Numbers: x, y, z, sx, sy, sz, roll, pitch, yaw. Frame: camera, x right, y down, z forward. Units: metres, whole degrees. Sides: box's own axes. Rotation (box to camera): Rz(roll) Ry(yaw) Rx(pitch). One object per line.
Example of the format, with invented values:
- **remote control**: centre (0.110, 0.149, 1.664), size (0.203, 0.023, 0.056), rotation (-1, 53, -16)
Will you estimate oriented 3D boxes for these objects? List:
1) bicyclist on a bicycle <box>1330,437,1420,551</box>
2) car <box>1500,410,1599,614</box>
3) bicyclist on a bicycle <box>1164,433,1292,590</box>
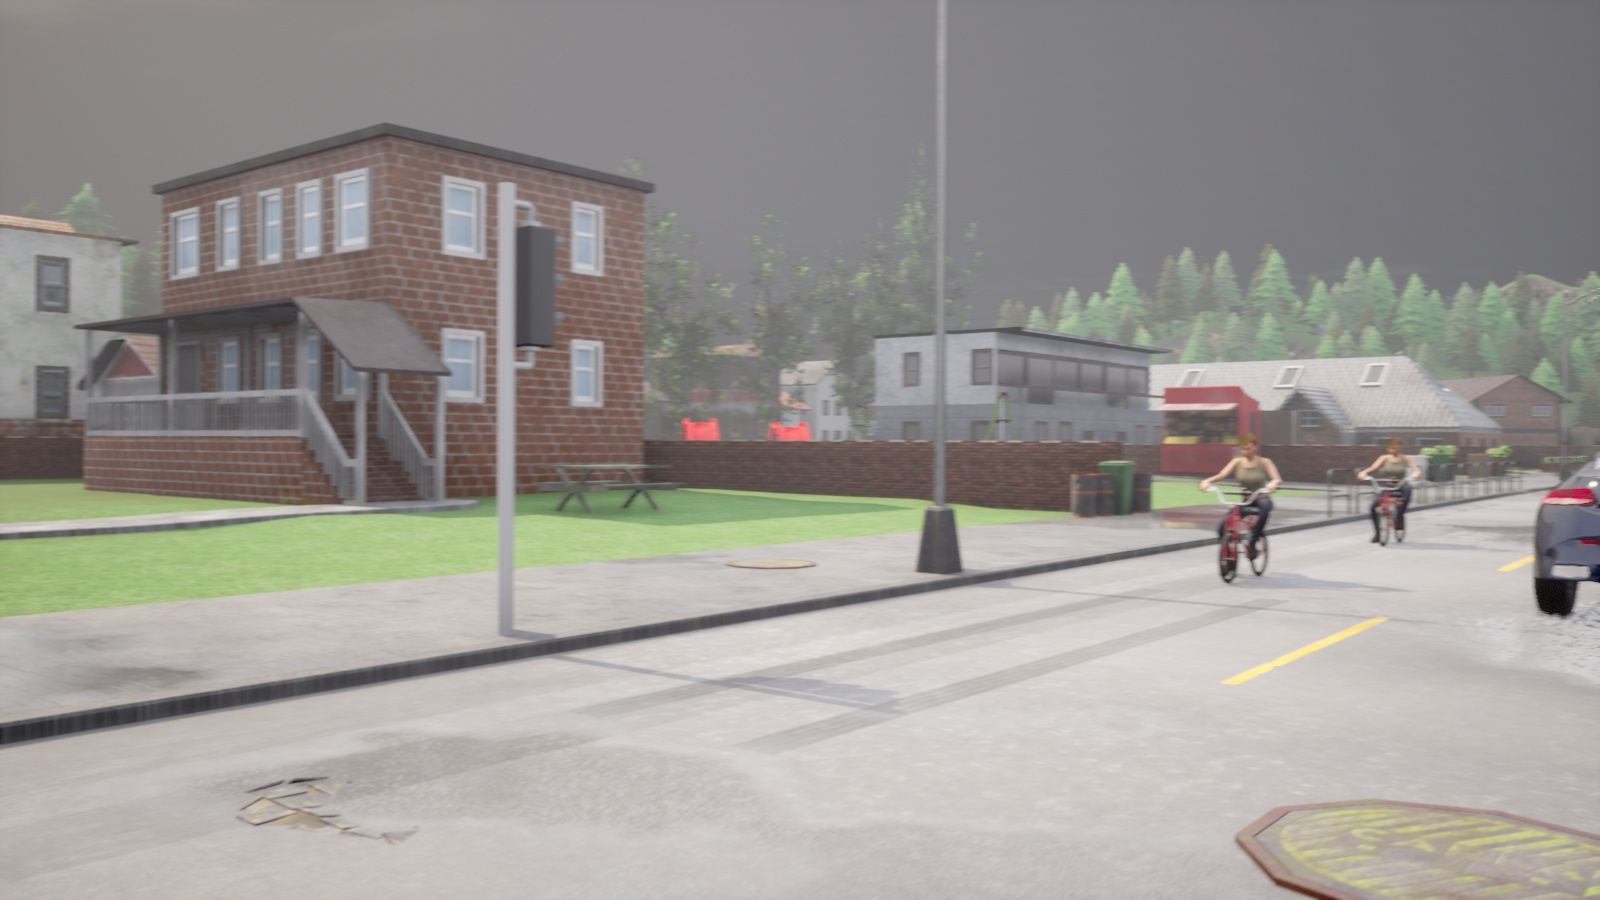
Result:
- **bicyclist on a bicycle**: centre (8.576, 0.618, 18.704), size (0.866, 1.612, 1.509), rotation (1, 0, 38)
- **car**: centre (8.311, 0.503, 11.889), size (2.152, 1.651, 5.027), rotation (1, 0, 38)
- **bicyclist on a bicycle**: centre (4.699, 0.624, 13.749), size (0.866, 1.612, 1.509), rotation (1, 0, 38)
